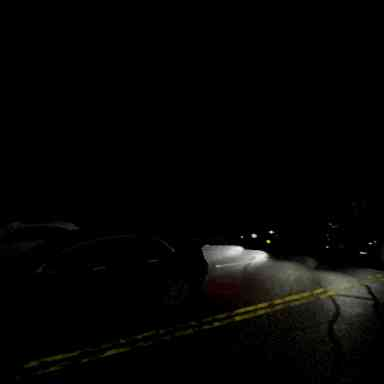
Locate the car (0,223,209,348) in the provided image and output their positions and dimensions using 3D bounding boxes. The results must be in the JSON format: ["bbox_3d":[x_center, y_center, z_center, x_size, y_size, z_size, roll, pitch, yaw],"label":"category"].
[{"bbox_3d":[-1.951,1.463,6.252,4.892,1.490,1.837,0,0,-33],"label":"car"}]

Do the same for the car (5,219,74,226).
[{"bbox_3d":[-4.319,1.457,8.568,4.674,1.442,1.812,0,0,-34],"label":"car"}]

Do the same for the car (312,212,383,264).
[{"bbox_3d":[6.838,1.470,11.992,5.008,1.535,1.882,0,0,-33],"label":"car"}]

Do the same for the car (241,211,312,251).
[{"bbox_3d":[4.072,1.529,14.078,4.181,1.385,1.994,0,0,-34],"label":"car"}]
